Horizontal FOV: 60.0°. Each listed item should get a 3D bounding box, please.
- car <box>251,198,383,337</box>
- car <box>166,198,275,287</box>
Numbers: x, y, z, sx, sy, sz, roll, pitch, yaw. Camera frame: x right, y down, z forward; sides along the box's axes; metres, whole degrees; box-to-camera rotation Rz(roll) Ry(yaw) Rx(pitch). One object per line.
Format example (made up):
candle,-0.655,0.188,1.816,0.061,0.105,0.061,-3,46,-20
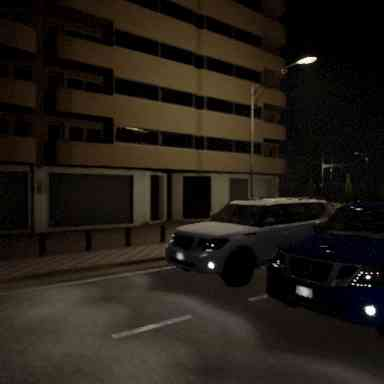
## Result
car,4.019,1.209,6.816,5.566,2.045,2.150,0,0,-35
car,1.971,1.210,9.654,5.566,2.045,2.150,0,0,-35
